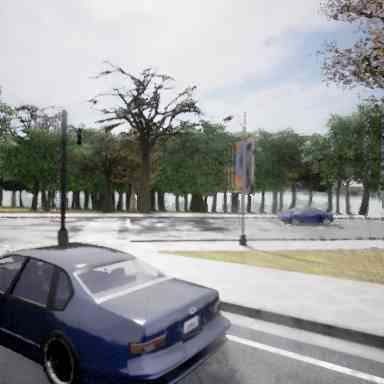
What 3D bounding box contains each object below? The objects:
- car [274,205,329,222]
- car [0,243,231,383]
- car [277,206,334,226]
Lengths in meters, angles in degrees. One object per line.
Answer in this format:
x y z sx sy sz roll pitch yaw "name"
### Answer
11.221 2.233 34.275 4.902 1.511 2.128 1 1 -11 "car"
-2.087 1.549 5.192 5.357 1.411 2.033 0 0 34 "car"
10.600 2.243 30.839 5.008 1.535 1.882 1 1 -11 "car"
